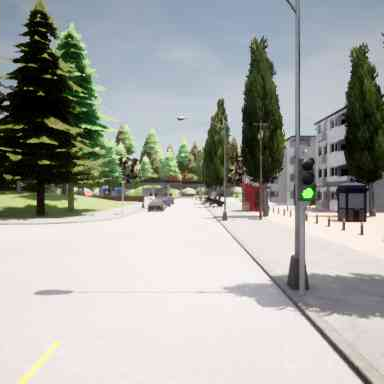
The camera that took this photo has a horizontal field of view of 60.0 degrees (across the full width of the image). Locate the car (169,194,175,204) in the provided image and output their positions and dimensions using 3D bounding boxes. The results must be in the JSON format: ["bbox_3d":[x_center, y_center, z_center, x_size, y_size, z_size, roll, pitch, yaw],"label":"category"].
[{"bbox_3d":[-4.143,1.507,60.008,1.837,1.490,4.892,0,0,0],"label":"car"}]

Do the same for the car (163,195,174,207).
[{"bbox_3d":[-4.172,1.566,50.016,1.994,1.385,4.181,0,0,0],"label":"car"}]

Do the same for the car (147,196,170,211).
[{"bbox_3d":[-4.169,1.549,40.078,2.033,1.411,5.357,0,0,0],"label":"car"}]
